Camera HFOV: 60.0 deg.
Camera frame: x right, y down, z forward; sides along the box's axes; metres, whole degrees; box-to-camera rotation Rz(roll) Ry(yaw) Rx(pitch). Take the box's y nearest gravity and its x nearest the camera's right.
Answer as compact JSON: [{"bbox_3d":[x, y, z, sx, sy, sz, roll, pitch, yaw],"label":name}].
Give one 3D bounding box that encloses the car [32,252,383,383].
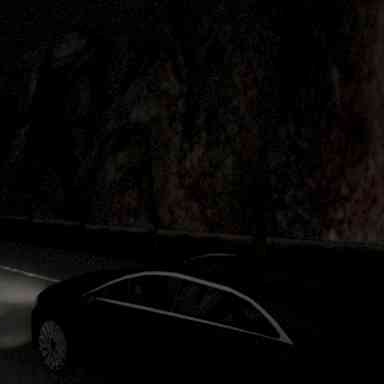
[{"bbox_3d":[-0.003,1.502,3.993,4.902,1.511,2.128,0,0,35],"label":"car"}]
